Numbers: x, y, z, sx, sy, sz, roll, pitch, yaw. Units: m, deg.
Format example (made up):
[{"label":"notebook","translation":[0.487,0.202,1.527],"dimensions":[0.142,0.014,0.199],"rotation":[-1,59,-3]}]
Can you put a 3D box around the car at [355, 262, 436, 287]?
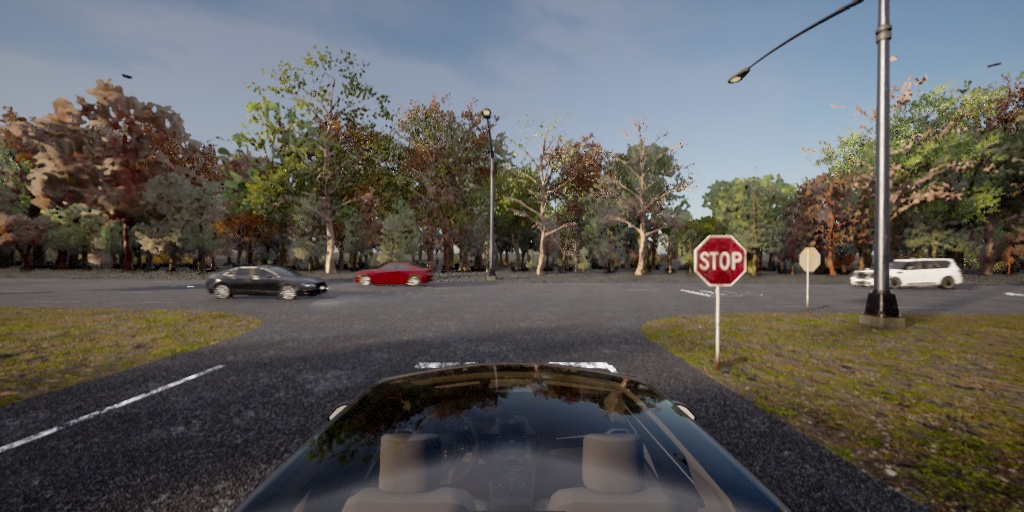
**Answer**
[{"label":"car","translation":[-7.512,1.164,23.225],"dimensions":[5.008,1.535,1.882],"rotation":[0,0,1]}]

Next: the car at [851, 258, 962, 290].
[{"label":"car","translation":[25.221,1.186,23.028],"dimensions":[5.566,2.045,2.150],"rotation":[-1,0,0]}]

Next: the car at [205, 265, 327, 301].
[{"label":"car","translation":[-11.021,1.176,16.255],"dimensions":[4.892,1.490,1.837],"rotation":[1,0,1]}]
